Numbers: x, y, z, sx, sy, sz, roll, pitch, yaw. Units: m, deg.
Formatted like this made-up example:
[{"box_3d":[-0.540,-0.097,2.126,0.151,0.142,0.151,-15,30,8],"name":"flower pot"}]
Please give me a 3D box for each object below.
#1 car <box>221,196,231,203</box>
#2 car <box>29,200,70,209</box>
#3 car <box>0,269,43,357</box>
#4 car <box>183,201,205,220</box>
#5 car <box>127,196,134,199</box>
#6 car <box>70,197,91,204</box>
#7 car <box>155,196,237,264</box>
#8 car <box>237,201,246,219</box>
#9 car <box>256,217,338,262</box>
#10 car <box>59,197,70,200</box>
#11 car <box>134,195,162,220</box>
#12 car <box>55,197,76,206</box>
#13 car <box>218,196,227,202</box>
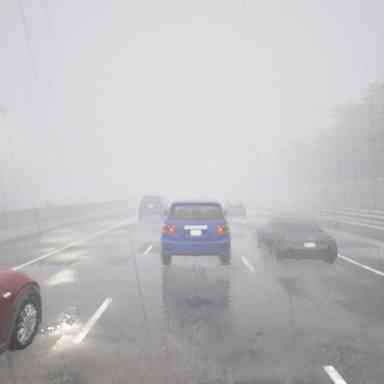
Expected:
[{"box_3d":[7.466,1.573,74.030,1.882,1.535,5.008,0,0,2],"name":"car"},{"box_3d":[-13.974,1.693,32.483,1.895,1.301,4.718,0,0,0],"name":"car"},{"box_3d":[-3.395,1.361,3.386,2.097,1.767,4.553,0,0,0],"name":"car"},{"box_3d":[0.207,1.591,30.087,1.837,1.490,4.892,0,0,0],"name":"car"},{"box_3d":[-13.417,1.686,73.814,1.812,1.442,4.674,0,0,1],"name":"car"},{"box_3d":[-20.577,1.737,62.652,2.033,1.411,5.357,0,0,1],"name":"car"},{"box_3d":[0.122,1.256,12.114,2.150,2.045,5.566,0,0,0],"name":"car"},{"box_3d":[3.707,1.578,30.023,2.128,1.511,4.902,0,0,0],"name":"car"},{"box_3d":[3.623,1.599,12.209,1.994,1.385,4.181,0,0,0],"name":"car"},{"box_3d":[-17.404,1.664,40.899,2.033,1.411,5.357,0,0,1],"name":"car"},{"box_3d":[-3.299,1.305,29.271,2.150,2.045,5.566,0,0,0],"name":"car"},{"box_3d":[-23.437,1.678,61.856,2.128,1.511,4.902,0,0,-2],"name":"car"},{"box_3d":[7.774,1.675,85.194,1.812,1.442,4.674,0,0,1],"name":"car"}]
